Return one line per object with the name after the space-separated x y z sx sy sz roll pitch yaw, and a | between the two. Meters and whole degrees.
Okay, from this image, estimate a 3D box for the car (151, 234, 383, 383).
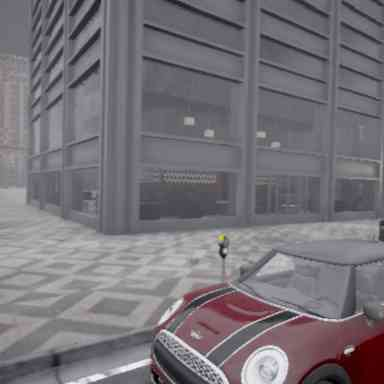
1.542 1.396 4.101 4.097 1.590 1.967 1 1 -34 | car
